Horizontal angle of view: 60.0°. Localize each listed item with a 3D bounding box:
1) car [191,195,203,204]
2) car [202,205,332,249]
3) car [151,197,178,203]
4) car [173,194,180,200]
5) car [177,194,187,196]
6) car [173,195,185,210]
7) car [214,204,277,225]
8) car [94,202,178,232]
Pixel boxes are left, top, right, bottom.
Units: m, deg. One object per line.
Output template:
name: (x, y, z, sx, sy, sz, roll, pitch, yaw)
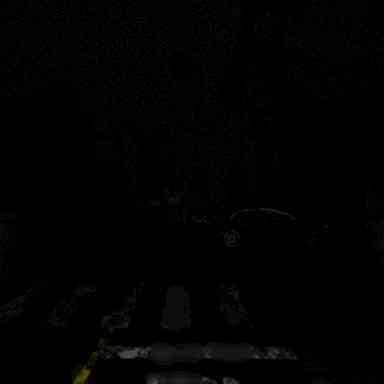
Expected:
car: (0.910, 1.280, 62.920, 2.097, 1.767, 4.553, 0, 0, 0)
car: (2.852, 1.320, 13.029, 4.902, 1.511, 2.128, -1, -1, 0)
car: (-2.986, 1.453, 29.900, 1.882, 1.535, 5.008, 0, 0, 11)
car: (-4.503, 1.435, 94.672, 1.752, 1.417, 4.829, 1, 0, 0)
car: (-2.082, 1.487, 53.525, 2.033, 1.411, 5.357, 0, 0, 1)
car: (-2.194, 1.432, 42.007, 1.882, 1.535, 5.008, 0, 0, 1)
car: (3.905, 1.618, 24.334, 4.181, 1.385, 1.994, -1, -2, 27)
car: (-3.385, 1.538, 19.692, 4.674, 1.442, 1.812, -1, 0, 0)
